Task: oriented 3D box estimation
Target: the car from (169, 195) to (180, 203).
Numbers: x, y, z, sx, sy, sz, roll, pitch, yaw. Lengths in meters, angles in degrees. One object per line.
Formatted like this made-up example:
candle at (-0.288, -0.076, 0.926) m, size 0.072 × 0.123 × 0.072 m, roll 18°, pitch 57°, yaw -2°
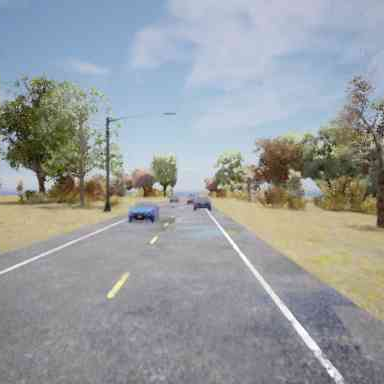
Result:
car at (-3.498, 1.424, 66.756) m, size 1.837 × 1.490 × 4.892 m, roll 0°, pitch 0°, yaw 0°

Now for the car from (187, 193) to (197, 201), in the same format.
car at (0.013, 1.205, 76.443) m, size 2.097 × 1.767 × 4.553 m, roll 0°, pitch 0°, yaw 0°

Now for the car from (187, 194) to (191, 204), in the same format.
car at (0.011, 1.519, 58.917) m, size 1.895 × 1.301 × 4.718 m, roll 0°, pitch 0°, yaw 0°

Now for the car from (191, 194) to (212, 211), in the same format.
car at (1.231, 1.275, 40.085) m, size 2.097 × 1.767 × 4.553 m, roll 0°, pitch 0°, yaw 0°

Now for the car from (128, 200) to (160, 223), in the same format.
car at (-3.593, 1.419, 25.363) m, size 1.882 × 1.535 × 5.008 m, roll 0°, pitch 0°, yaw 0°
